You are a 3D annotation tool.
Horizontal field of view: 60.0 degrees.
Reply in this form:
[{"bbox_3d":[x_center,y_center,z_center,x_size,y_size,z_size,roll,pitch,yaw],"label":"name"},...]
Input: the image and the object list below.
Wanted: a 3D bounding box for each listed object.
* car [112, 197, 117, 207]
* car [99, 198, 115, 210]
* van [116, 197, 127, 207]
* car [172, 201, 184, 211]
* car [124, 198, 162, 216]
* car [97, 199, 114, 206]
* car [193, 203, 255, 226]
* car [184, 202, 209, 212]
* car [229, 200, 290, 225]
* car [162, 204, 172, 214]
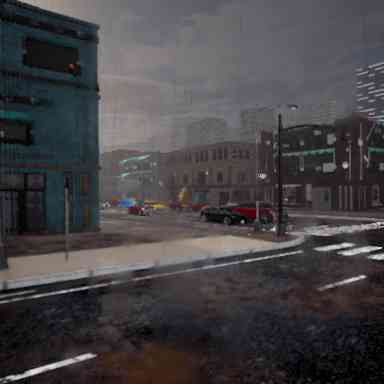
[{"bbox_3d":[-14.788,1.920,64.565,2.192,1.841,5.009,-2,0,-35],"label":"car"},{"bbox_3d":[-14.975,2.148,55.035,1.812,1.442,4.674,-1,0,-35],"label":"car"},{"bbox_3d":[-11.579,1.887,60.055,1.690,1.788,3.998,-2,0,-35],"label":"van"},{"bbox_3d":[-1.947,1.946,46.524,1.802,1.307,4.206,-2,0,-35],"label":"car"},{"bbox_3d":[-5.570,1.833,37.154,1.967,1.590,4.097,-2,0,-35],"label":"car"},{"bbox_3d":[-17.991,2.208,69.076,1.887,1.381,4.507,-2,0,-35],"label":"car"},{"bbox_3d":[2.378,1.801,25.777,1.947,1.339,4.313,-2,0,-35],"label":"car"},{"bbox_3d":[1.261,1.883,42.014,1.802,1.307,4.206,-2,0,-35],"label":"car"},{"bbox_3d":[5.423,1.542,26.217,2.097,1.767,4.553,-1,0,-36],"label":"car"},{"bbox_3d":[-4.871,1.869,40.666,1.882,1.535,5.008,-1,0,-35],"label":"car"}]
